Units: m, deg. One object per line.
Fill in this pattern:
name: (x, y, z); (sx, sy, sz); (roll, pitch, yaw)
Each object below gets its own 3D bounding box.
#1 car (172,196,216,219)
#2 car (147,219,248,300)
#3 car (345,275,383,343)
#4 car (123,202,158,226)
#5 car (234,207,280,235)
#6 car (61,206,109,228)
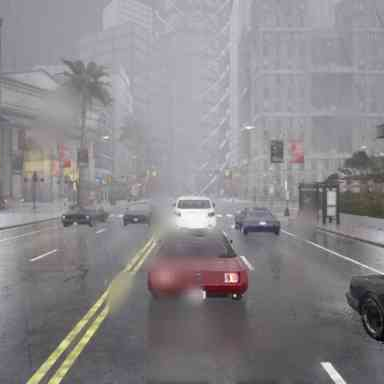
car: (0.096, 1.222, 18.100); (2.150, 2.045, 5.566); (0, 0, 0)
car: (0.104, 1.601, 8.333); (1.895, 1.301, 4.718); (0, 0, 0)
car: (3.625, 1.548, 3.404); (2.033, 1.411, 5.357); (0, 0, 0)
car: (-3.508, 1.479, 23.356); (1.882, 1.535, 5.008); (0, 0, 0)
car: (3.601, 1.564, 18.929); (1.994, 1.385, 4.181); (0, 0, 0)
car: (-7.018, 1.601, 22.251); (1.895, 1.301, 4.718); (0, 0, 0)
